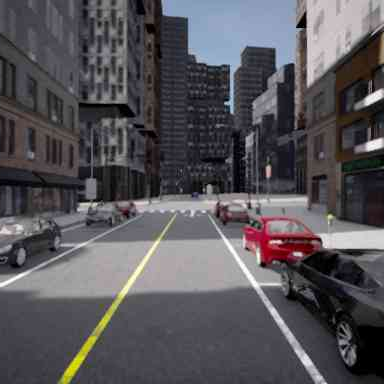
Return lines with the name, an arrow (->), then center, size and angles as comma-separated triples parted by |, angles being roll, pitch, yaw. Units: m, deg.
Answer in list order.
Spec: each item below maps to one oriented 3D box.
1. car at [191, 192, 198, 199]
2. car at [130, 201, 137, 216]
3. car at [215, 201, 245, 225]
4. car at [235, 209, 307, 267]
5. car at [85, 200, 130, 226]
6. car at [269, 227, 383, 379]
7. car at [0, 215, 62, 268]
car -> 0.691, 0.984, 89.526 | 1.882, 1.535, 5.008 | 0, 0, 1
car -> -5.750, 1.386, 27.800 | 1.887, 1.381, 4.507 | 1, 0, 0
car -> 2.774, 1.456, 22.190 | 1.802, 1.307, 4.206 | 1, 0, 0
car -> 2.774, 1.483, 10.971 | 1.887, 1.381, 4.507 | 1, 0, 0
car -> -5.751, 1.425, 22.191 | 2.008, 1.369, 4.403 | 1, 0, 0
car -> 2.773, 1.536, 5.362 | 1.947, 1.339, 4.313 | 1, 0, 0
car -> -5.752, 1.489, 10.973 | 2.008, 1.369, 4.403 | 1, 0, 0
